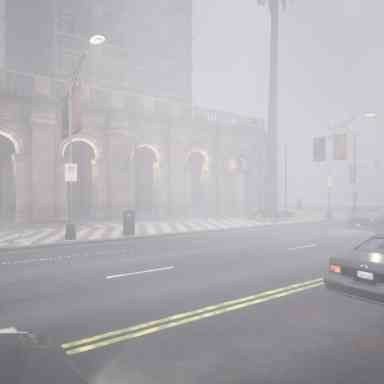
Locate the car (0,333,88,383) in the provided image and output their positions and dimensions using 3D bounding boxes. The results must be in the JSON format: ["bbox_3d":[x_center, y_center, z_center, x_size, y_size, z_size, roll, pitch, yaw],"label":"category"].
[{"bbox_3d":[-3.163,1.547,1.484,5.357,1.411,2.033,0,0,-36],"label":"car"}]

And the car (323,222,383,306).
[{"bbox_3d":[5.170,1.547,7.464,5.357,1.411,2.033,0,0,-35],"label":"car"}]

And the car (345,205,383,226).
[{"bbox_3d":[11.943,1.548,21.093,5.357,1.411,2.033,0,0,-35],"label":"car"}]
